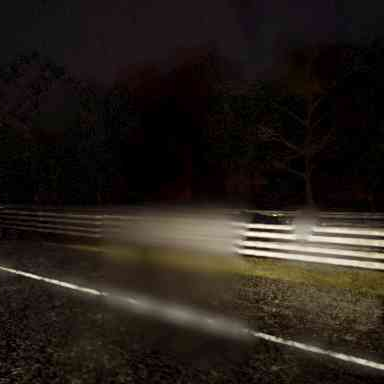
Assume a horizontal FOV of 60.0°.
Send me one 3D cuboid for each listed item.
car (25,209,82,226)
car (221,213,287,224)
[{"bbox_3d":[-9.909,1.928,23.991,4.181,1.385,1.994,0,0,22],"label":"car"},{"bbox_3d":[3.136,1.957,19.222,4.674,1.442,1.812,0,0,19],"label":"car"}]
